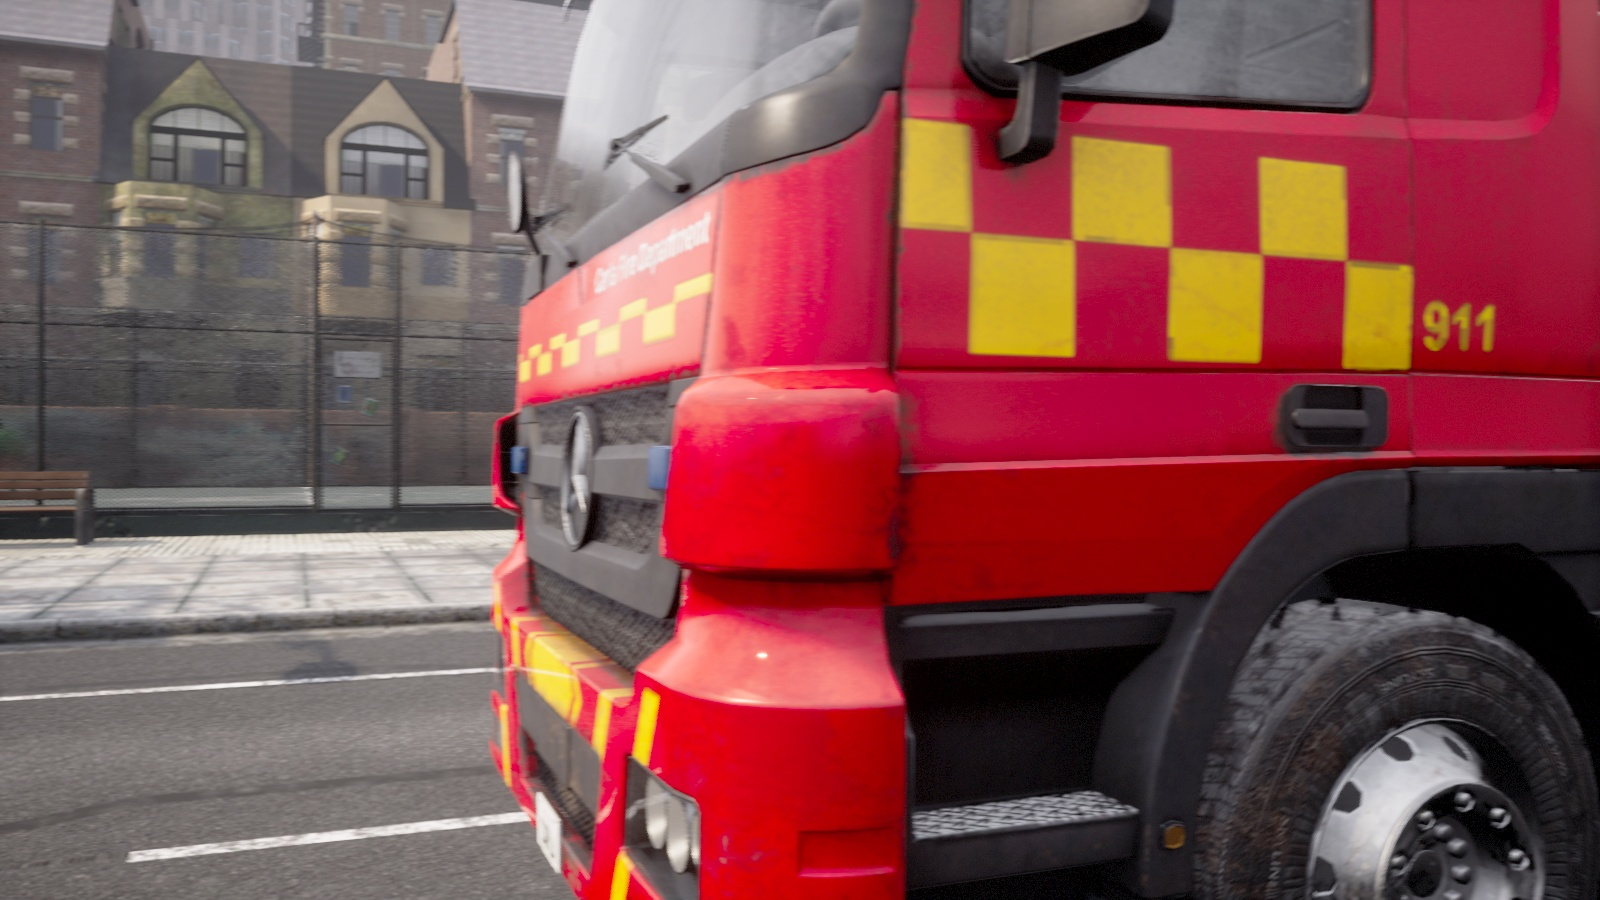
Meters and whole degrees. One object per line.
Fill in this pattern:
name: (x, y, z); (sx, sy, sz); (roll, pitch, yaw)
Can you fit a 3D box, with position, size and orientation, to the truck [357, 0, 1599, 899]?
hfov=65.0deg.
truck: (2.861, -0.422, 4.787); (8.468, 3.827, 2.891); (0, 0, -22)
